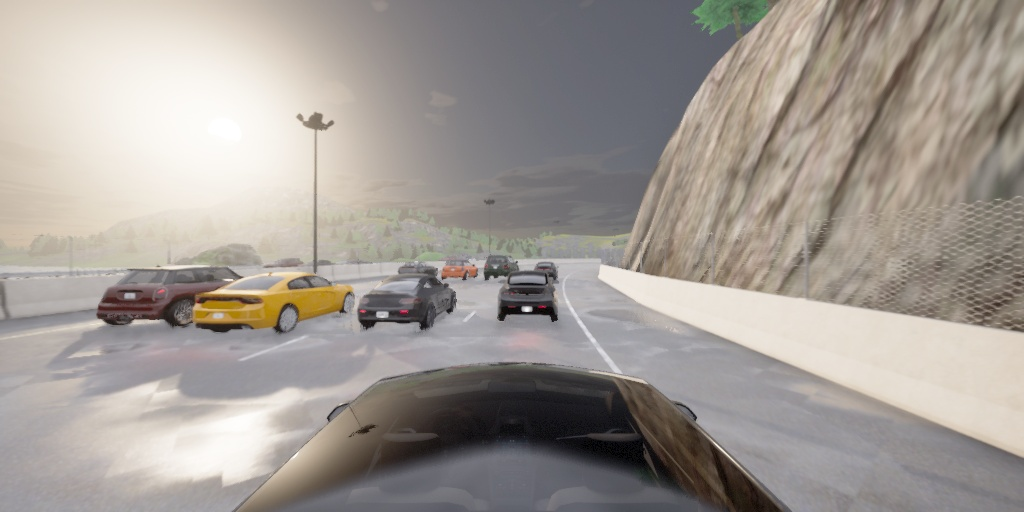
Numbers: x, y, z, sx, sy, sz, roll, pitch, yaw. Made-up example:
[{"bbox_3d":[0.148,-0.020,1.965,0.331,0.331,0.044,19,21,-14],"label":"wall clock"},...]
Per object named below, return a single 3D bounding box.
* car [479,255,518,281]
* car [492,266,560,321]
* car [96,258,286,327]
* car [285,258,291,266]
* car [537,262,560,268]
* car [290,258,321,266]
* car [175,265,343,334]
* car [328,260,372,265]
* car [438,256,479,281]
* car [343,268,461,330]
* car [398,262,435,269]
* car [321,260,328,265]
[{"bbox_3d":[-0.799,0.960,29.864,2.150,2.045,5.566,0,0,10],"label":"car"},{"bbox_3d":[0.589,1.253,12.559,1.837,1.490,4.892,0,0,4],"label":"car"},{"bbox_3d":[-9.972,1.074,11.596,2.097,1.767,4.553,0,0,3],"label":"car"},{"bbox_3d":[-26.997,1.020,42.464,2.097,1.767,4.553,0,0,13],"label":"car"},{"bbox_3d":[2.958,1.252,30.845,1.837,1.490,4.892,0,0,10],"label":"car"},{"bbox_3d":[-23.352,1.181,42.744,1.837,1.490,4.892,0,0,13],"label":"car"},{"bbox_3d":[-6.553,1.208,10.631,1.882,1.535,5.008,0,0,3],"label":"car"},{"bbox_3d":[-17.025,1.188,38.925,2.128,1.511,4.902,0,0,12],"label":"car"},{"bbox_3d":[-4.270,1.081,30.122,2.097,1.767,4.553,0,0,10],"label":"car"},{"bbox_3d":[-3.031,1.265,11.052,1.812,1.442,4.674,0,0,3],"label":"car"},{"bbox_3d":[-7.824,1.212,30.145,2.128,1.511,4.902,0,0,10],"label":"car"},{"bbox_3d":[-19.832,1.212,42.426,1.812,1.442,4.674,0,0,13],"label":"car"}]
